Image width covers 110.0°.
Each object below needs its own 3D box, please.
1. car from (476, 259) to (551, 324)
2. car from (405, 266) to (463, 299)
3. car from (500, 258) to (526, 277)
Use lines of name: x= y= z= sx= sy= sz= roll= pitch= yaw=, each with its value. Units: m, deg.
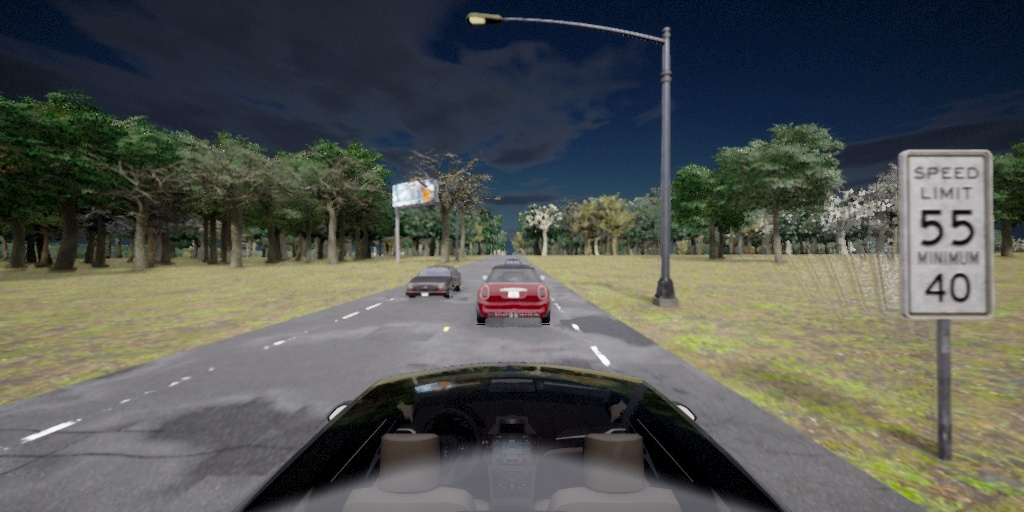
car: x=0.058 y=1.033 z=11.785 sx=2.097 sy=1.767 sz=4.553 roll=0 pitch=0 yaw=0
car: x=-3.550 y=1.173 z=17.380 sx=2.033 sy=1.411 sz=5.357 roll=0 pitch=1 yaw=1
car: x=0.092 y=0.973 z=31.538 sx=2.033 sy=1.411 sz=5.357 roll=0 pitch=1 yaw=0
